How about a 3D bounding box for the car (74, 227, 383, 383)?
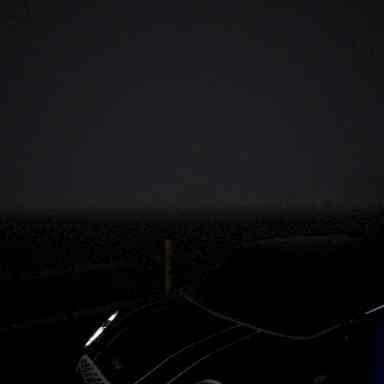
[{"bbox_3d":[1.100,1.363,3.731,4.553,1.767,2.097,0,0,-35],"label":"car"}]
